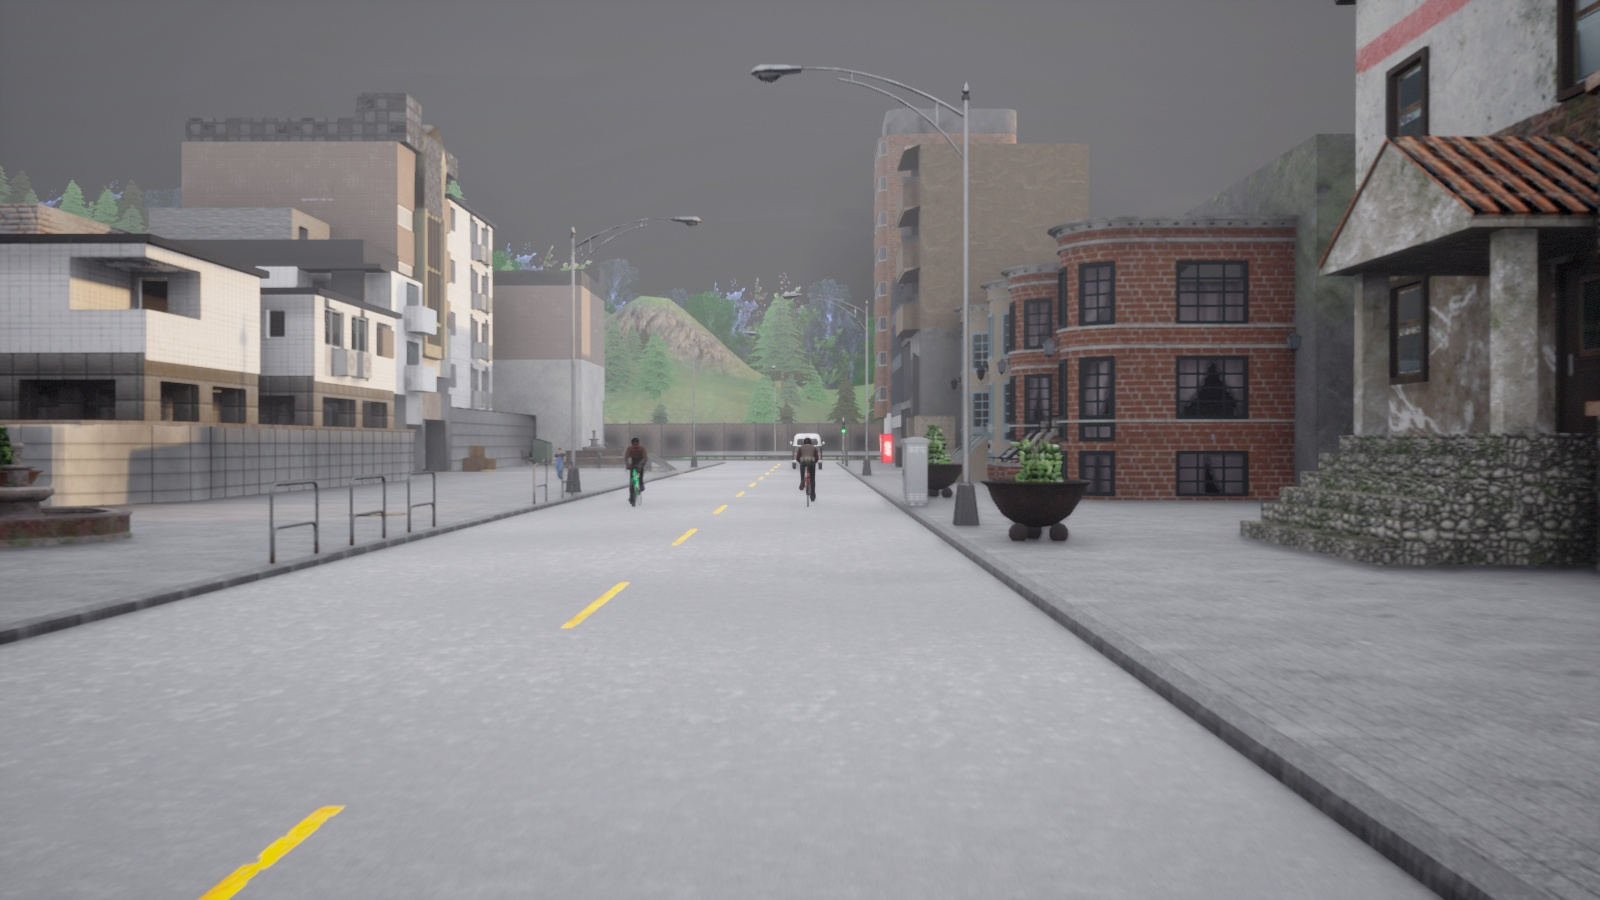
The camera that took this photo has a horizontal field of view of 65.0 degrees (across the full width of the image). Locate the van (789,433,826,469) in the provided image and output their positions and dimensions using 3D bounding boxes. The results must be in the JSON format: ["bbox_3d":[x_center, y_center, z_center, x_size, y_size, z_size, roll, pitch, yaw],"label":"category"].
[{"bbox_3d":[0.428,0.059,72.988,2.069,2.038,4.480,0,0,0],"label":"van"}]

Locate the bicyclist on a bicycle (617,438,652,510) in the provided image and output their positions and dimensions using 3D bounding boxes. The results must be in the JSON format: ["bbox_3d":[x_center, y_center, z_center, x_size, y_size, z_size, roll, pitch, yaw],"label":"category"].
[{"bbox_3d":[-3.820,0.532,29.114,0.582,1.620,1.656,0,1,0],"label":"bicyclist on a bicycle"}]
